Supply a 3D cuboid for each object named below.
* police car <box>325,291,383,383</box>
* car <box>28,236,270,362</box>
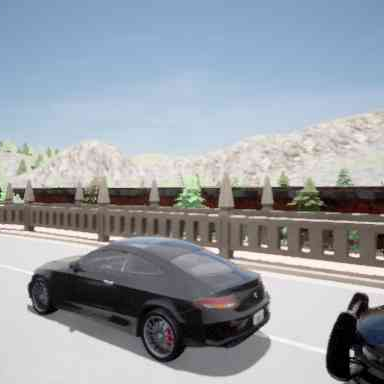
[{"bbox_3d":[3.819,1.429,2.432,5.238,1.638,1.930,0,0,36],"label":"police car"},{"bbox_3d":[-0.974,1.524,5.856,4.674,1.442,1.812,0,0,36],"label":"car"}]
